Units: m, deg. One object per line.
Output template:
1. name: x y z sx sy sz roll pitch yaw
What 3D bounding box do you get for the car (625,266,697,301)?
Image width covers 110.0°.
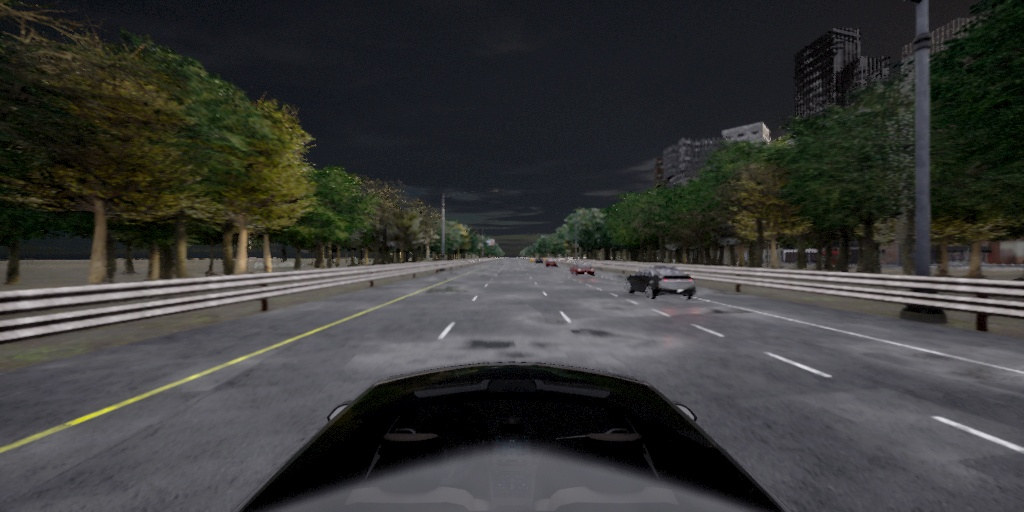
1. car: 7.001 1.247 17.376 2.128 1.511 4.902 0 0 0

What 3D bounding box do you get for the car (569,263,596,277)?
1. car: 7.020 1.377 36.328 1.895 1.301 4.718 0 0 0
